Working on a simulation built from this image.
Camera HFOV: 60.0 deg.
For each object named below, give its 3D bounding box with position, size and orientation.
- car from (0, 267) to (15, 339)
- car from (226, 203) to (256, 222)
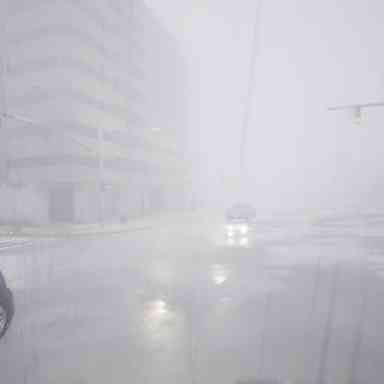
[{"bbox_3d":[-4.627,1.536,3.994,2.097,1.767,4.553,-2,-1,20],"label":"car"},{"bbox_3d":[4.254,1.672,28.451,2.128,1.511,4.902,-2,-1,20],"label":"car"}]
